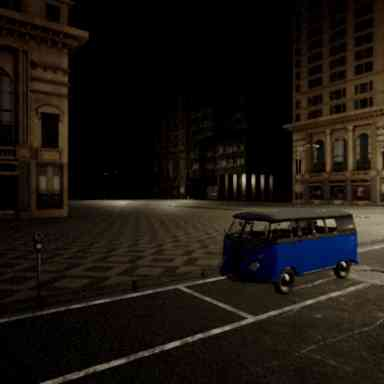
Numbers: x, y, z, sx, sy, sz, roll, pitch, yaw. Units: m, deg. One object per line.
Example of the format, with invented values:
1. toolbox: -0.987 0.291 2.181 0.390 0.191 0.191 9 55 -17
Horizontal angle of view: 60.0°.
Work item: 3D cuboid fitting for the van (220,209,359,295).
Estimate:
1. van: 2.568 1.349 8.486 3.998 1.788 1.690 0 0 -36
